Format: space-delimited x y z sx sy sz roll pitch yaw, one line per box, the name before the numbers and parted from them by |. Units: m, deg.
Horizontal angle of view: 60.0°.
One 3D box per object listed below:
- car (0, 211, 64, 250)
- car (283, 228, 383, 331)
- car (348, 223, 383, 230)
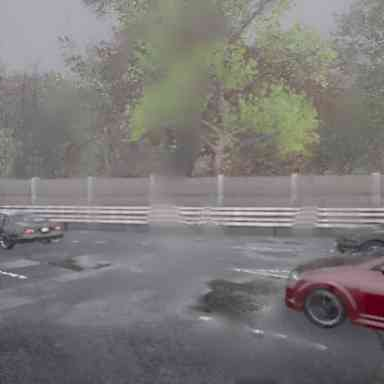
car | -7.796 1.515 14.242 5.357 1.411 2.033 0 0 33
car | 3.689 1.508 5.419 4.181 1.385 1.994 0 0 35
car | 7.012 1.375 10.102 5.008 1.535 1.882 0 0 11
